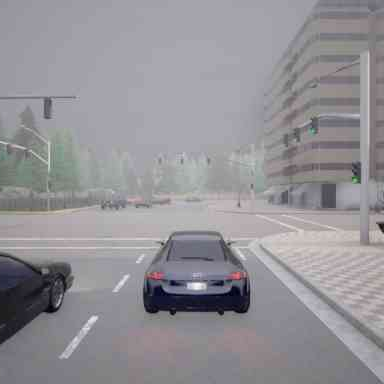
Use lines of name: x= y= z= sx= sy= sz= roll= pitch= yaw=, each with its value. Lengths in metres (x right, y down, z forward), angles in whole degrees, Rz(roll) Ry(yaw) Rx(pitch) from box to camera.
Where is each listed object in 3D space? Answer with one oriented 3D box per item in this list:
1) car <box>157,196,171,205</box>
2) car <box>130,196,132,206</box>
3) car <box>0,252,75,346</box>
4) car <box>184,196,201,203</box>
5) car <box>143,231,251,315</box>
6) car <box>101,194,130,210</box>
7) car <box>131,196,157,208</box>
car: x=-5.263 y=1.508 z=58.408 sx=1.882 sy=1.535 sz=5.008 roll=0 pitch=0 yaw=17
car: x=-9.590 y=1.380 z=53.876 sx=2.097 sy=1.767 sz=4.553 roll=0 pitch=0 yaw=8
car: x=-3.426 y=1.550 z=4.613 sx=2.033 sy=1.411 sz=5.357 roll=0 pitch=0 yaw=0
car: x=0.200 y=1.589 z=70.524 sx=1.994 sy=1.385 sz=4.181 roll=0 pitch=0 yaw=34
car: x=0.093 y=1.568 z=7.646 sx=1.994 sy=1.385 sz=4.181 roll=0 pitch=0 yaw=0
car: x=-10.410 y=1.245 z=44.442 sx=2.150 sy=2.045 sz=5.566 roll=0 pitch=0 yaw=2
car: x=-6.834 y=1.573 z=48.100 sx=2.033 sy=1.411 sz=5.357 roll=0 pitch=0 yaw=2
